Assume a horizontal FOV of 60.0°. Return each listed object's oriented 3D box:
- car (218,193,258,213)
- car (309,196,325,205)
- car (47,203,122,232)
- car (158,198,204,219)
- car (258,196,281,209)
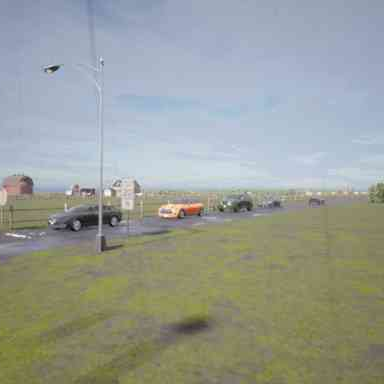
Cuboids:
[{"bbox_3d":[5.022,1.175,37.597,2.150,2.045,5.566,1,0,34],"label":"car"},{"bbox_3d":[21.296,1.485,56.666,1.837,1.490,4.892,1,0,34],"label":"car"},{"bbox_3d":[-6.428,1.474,20.407,1.837,1.490,4.892,1,0,32],"label":"car"},{"bbox_3d":[-0.875,1.314,28.781,2.097,1.767,4.553,1,0,34],"label":"car"},{"bbox_3d":[10.716,1.305,46.045,2.097,1.767,4.553,1,0,34],"label":"car"}]
